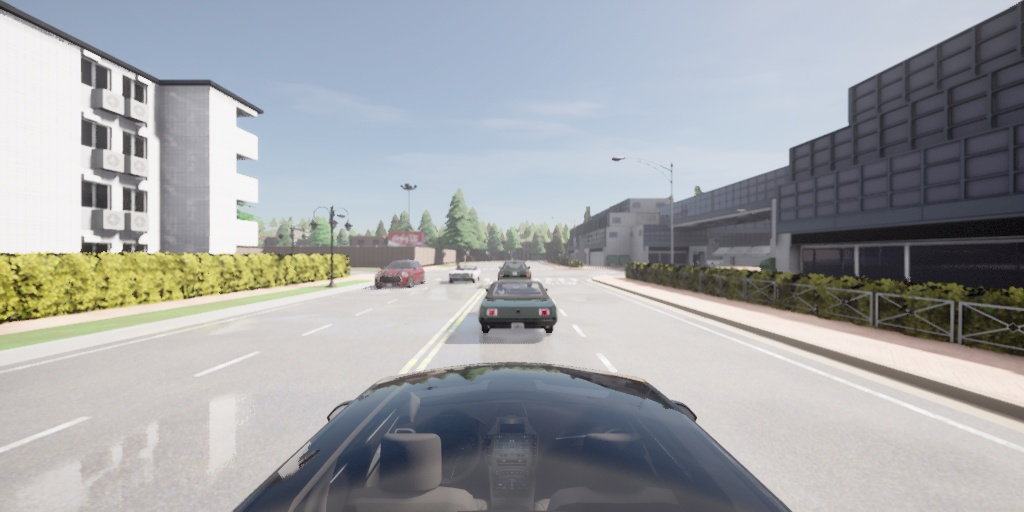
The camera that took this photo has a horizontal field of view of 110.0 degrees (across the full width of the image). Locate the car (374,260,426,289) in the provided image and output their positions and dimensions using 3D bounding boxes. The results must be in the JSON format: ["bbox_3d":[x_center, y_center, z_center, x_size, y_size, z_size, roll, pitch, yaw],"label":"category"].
[{"bbox_3d":[-6.980,1.058,22.733,2.097,1.767,4.553,0,0,1],"label":"car"}]

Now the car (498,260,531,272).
[{"bbox_3d":[0.162,1.058,23.182,2.097,1.767,4.553,0,0,0],"label":"car"}]

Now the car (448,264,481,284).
[{"bbox_3d":[-3.432,1.299,26.477,1.895,1.301,4.718,0,0,0],"label":"car"}]

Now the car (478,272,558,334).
[{"bbox_3d":[0.135,1.333,10.528,1.895,1.301,4.718,0,0,0],"label":"car"}]
